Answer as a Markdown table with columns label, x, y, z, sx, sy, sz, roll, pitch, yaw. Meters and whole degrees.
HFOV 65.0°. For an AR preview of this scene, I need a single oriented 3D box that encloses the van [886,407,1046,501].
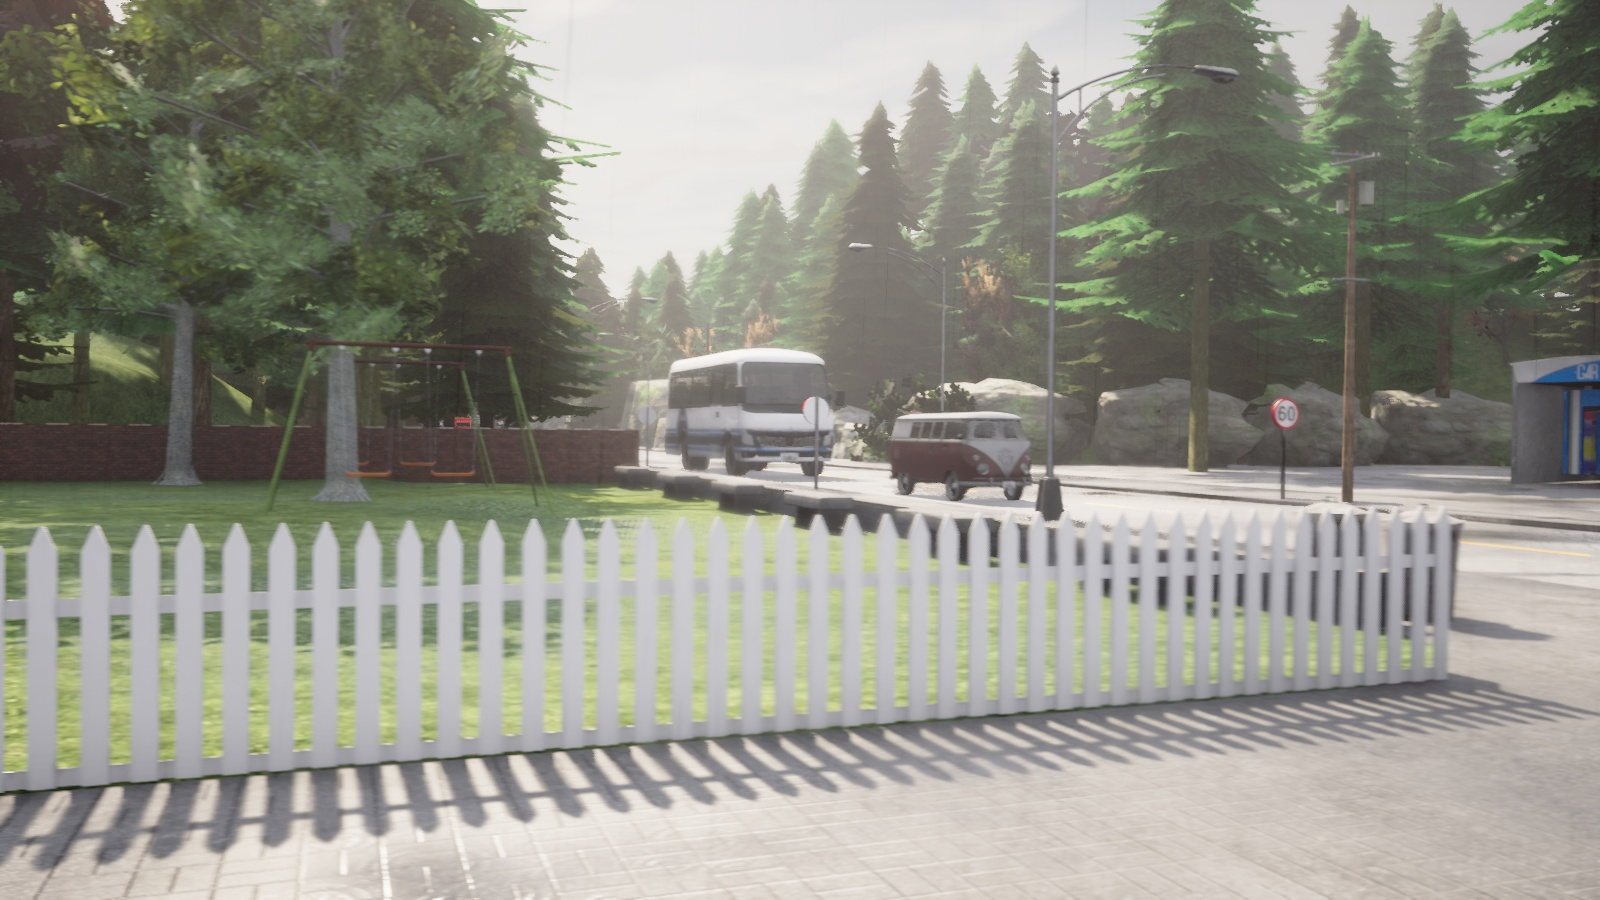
| label | x | y | z | sx | sy | sz | roll | pitch | yaw |
| --- | --- | --- | --- | --- | --- | --- | --- | --- | --- |
| van | 3.710 | 0.042 | 28.965 | 1.775 | 1.987 | 4.442 | -1 | 1 | -20 |

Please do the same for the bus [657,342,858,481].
| label | x | y | z | sx | sy | sz | roll | pitch | yaw |
| --- | --- | --- | --- | --- | --- | --- | --- | --- | --- |
| bus | -1.829 | -1.269 | 43.886 | 3.944 | 4.253 | 10.273 | -1 | 1 | -20 |
